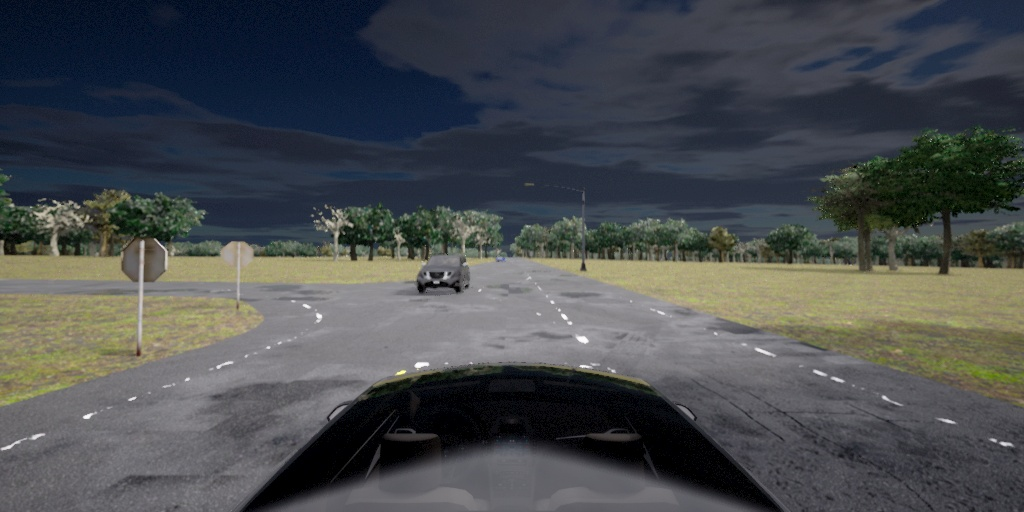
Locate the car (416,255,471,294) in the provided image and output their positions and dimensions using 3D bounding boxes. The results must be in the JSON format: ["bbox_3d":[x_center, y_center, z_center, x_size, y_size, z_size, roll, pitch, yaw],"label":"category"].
[{"bbox_3d":[-3.551,0.924,19.581,2.150,2.045,5.566,0,-1,0],"label":"car"}]
